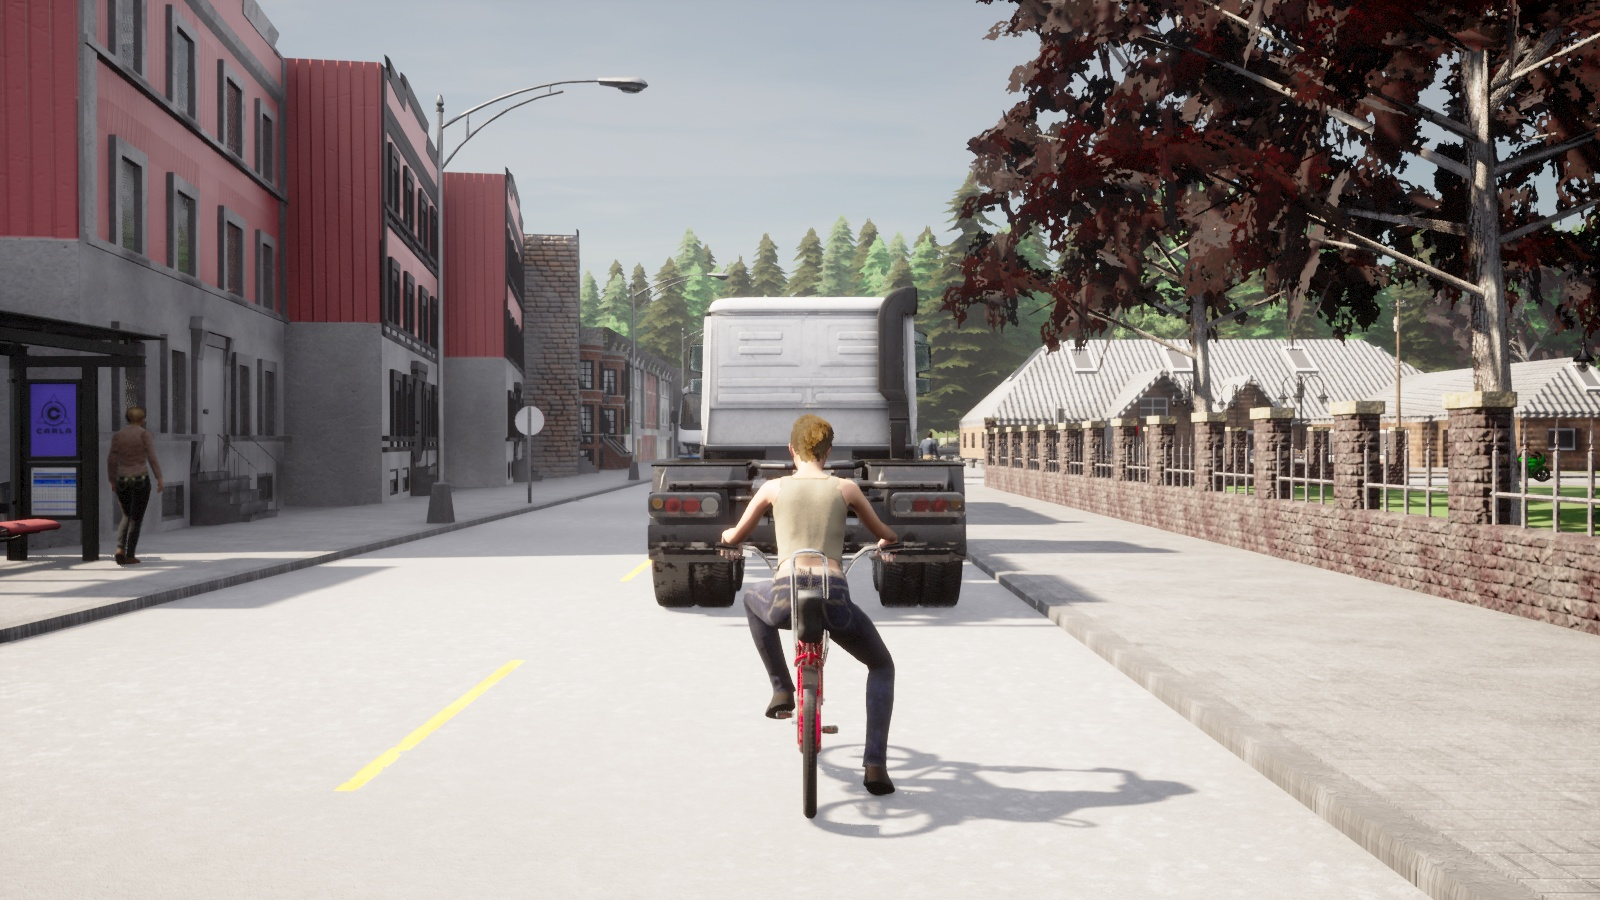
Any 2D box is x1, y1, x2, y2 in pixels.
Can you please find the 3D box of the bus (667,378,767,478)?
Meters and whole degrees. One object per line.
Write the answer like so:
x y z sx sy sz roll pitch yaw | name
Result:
-3.655 -0.962 58.359 3.944 4.253 10.273 0 0 0 | bus

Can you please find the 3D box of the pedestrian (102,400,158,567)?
-7.602 0.368 14.259 0.331 1.846 0.634 0 0 -5 | pedestrian

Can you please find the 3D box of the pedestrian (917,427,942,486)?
4.330 0.223 41.939 0.423 1.949 0.788 0 0 42 | pedestrian

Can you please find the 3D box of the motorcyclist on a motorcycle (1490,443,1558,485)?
26.496 0.490 45.987 2.044 1.523 0.797 0 0 -1 | motorcyclist on a motorcycle

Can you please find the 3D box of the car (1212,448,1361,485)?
17.777 0.601 46.039 4.718 1.301 1.895 0 0 -1 | car

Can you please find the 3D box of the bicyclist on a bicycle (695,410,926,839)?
0.043 0.652 5.474 0.866 1.612 1.509 0 0 0 | bicyclist on a bicycle

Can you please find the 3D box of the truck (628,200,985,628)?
0.096 -0.315 14.136 2.891 3.462 7.936 0 0 1 | truck
